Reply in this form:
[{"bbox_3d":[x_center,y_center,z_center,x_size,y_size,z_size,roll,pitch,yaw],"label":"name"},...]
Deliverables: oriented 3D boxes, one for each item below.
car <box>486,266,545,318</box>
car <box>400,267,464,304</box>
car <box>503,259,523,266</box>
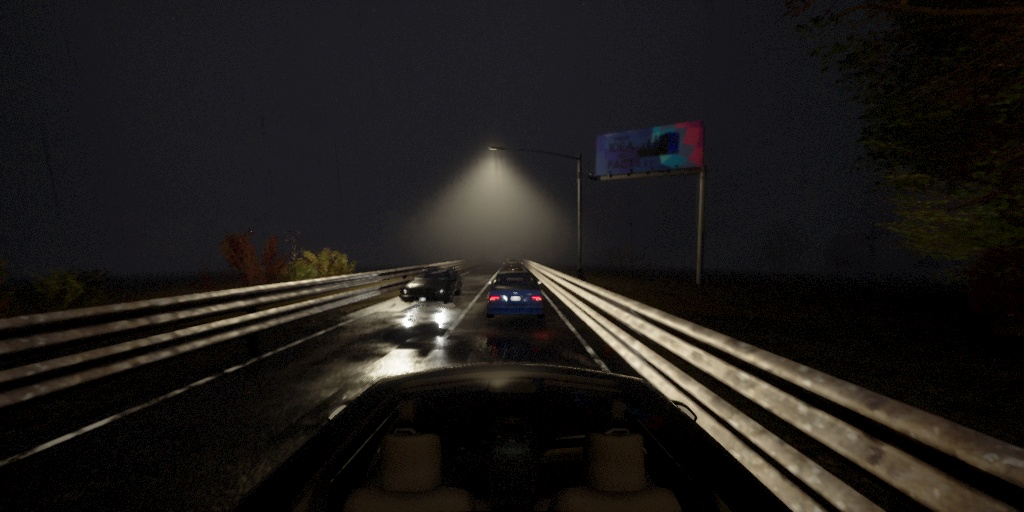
[{"bbox_3d":[0.102,1.243,12.697,2.033,1.411,5.357,0,0,0],"label":"car"},{"bbox_3d":[-3.339,1.226,16.058,2.033,1.411,5.357,0,0,0],"label":"car"},{"bbox_3d":[0.110,1.075,37.724,1.837,1.490,4.892,0,0,0],"label":"car"}]
